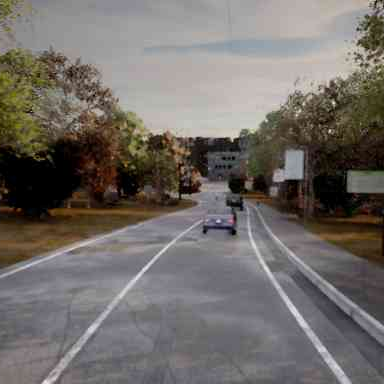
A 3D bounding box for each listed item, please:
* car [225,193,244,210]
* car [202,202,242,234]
[{"bbox_3d":[5.423,1.163,42.645,2.150,2.045,5.566,1,0,8],"label":"car"},{"bbox_3d":[1.704,1.523,19.329,2.033,1.411,5.357,1,0,8],"label":"car"}]
